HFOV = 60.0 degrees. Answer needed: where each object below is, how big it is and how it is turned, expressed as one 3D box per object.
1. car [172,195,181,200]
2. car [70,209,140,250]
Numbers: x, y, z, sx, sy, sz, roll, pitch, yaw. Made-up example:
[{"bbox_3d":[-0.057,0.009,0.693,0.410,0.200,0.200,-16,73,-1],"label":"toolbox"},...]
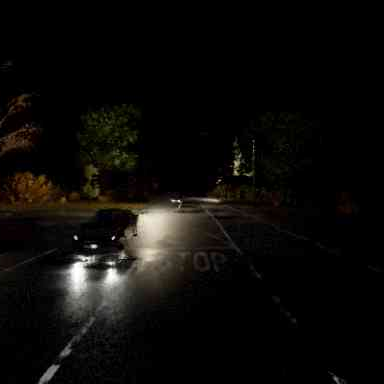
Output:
[{"bbox_3d":[-3.713,1.348,80.850,1.895,1.301,4.718,0,0,3],"label":"car"},{"bbox_3d":[-3.472,1.456,14.418,2.033,1.411,5.357,0,2,0],"label":"car"}]
